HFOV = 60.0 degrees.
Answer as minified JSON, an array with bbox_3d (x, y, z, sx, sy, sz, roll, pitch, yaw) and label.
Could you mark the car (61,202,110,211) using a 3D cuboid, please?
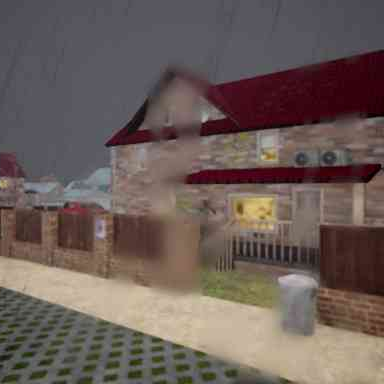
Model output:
[{"bbox_3d":[-10.148,1.984,32.758,2.150,2.045,5.566,0,-2,35],"label":"car"}]
